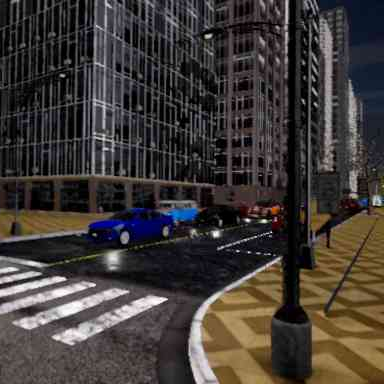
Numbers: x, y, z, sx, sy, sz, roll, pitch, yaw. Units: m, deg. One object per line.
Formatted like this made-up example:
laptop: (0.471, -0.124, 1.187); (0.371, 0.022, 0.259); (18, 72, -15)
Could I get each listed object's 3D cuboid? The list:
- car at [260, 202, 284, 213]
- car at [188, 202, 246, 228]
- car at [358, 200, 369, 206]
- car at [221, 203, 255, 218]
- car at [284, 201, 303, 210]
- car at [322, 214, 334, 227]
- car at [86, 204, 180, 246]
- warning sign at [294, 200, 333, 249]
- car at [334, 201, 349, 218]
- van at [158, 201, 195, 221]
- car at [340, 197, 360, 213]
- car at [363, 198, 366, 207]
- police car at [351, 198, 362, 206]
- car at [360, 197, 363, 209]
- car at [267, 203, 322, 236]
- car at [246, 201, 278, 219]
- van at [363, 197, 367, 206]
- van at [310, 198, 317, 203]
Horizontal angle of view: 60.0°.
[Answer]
car: (10.618, 1.994, 44.008); (1.947, 1.339, 4.313); (1, 0, 31)
car: (1.973, 1.680, 24.409); (1.882, 1.535, 5.008); (0, -1, 31)
car: (38.163, 2.444, 73.936); (2.008, 1.369, 4.403); (1, 0, 31)
car: (4.797, 1.848, 34.235); (1.887, 1.381, 4.507); (1, 0, 31)
car: (16.433, 2.120, 53.788); (1.947, 1.339, 4.313); (1, 0, 31)
car: (9.147, 1.832, 25.007); (1.947, 1.339, 4.313); (1, 0, 31)
car: (-2.865, 1.576, 16.273); (1.882, 1.535, 5.008); (0, -1, 31)
warning sign: (4.912, 1.255, 13.386); (1.300, 1.860, 1.060); (0, -1, 31)
car: (14.904, 1.973, 34.819); (1.802, 1.307, 4.206); (1, 0, 31)
van: (-1.110, 1.519, 24.515); (1.690, 1.788, 3.998); (1, 0, 31)
car: (20.723, 1.831, 44.599); (2.192, 1.841, 5.009); (1, 0, 31)
car: (29.529, 2.232, 59.413); (1.752, 1.417, 4.829); (1, 0, 31)
police car: (39.715, 2.381, 80.060); (1.930, 1.638, 5.238); (0, -1, 31)
car: (23.630, 1.894, 49.488); (2.192, 1.841, 5.009); (1, 0, 31)
car: (6.291, 1.644, 20.090); (1.967, 1.590, 4.097); (1, 0, 31)
car: (7.131, 1.665, 33.025); (2.097, 1.767, 4.553); (0, -1, 32)
van: (35.259, 2.171, 69.047); (1.690, 1.788, 3.998); (1, 0, 31)
van: (25.159, 2.083, 68.457); (1.690, 1.788, 3.998); (1, 0, 31)
